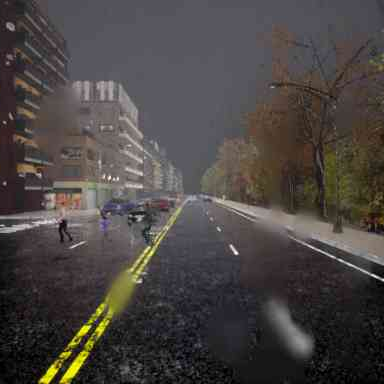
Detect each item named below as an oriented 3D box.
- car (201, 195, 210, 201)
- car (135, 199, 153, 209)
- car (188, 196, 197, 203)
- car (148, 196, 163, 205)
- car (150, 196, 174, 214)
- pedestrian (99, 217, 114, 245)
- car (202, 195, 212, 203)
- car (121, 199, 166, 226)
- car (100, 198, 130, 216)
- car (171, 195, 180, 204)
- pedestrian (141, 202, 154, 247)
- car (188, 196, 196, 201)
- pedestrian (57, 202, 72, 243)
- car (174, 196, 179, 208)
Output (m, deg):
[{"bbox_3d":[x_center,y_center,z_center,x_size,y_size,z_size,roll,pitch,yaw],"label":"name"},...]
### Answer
[{"bbox_3d":[3.266,1.474,80.211,2.033,1.411,5.357,0,0,0],"label":"car"},{"bbox_3d":[-6.579,1.607,46.312,1.895,1.301,4.718,0,0,0],"label":"car"},{"bbox_3d":[0.014,1.605,70.241,1.895,1.301,4.718,0,0,0],"label":"car"},{"bbox_3d":[-6.554,1.505,60.745,2.128,1.511,4.902,0,0,0],"label":"car"},{"bbox_3d":[-3.343,1.483,36.031,1.882,1.535,5.008,0,0,0],"label":"car"},{"bbox_3d":[-3.630,1.574,14.068,0.375,1.300,0.375,0,0,0],"label":"pedestrian"},{"bbox_3d":[3.264,1.605,70.241,1.895,1.301,4.718,0,0,0],"label":"car"},{"bbox_3d":[-3.354,1.535,23.846,2.128,1.511,4.902,0,0,0],"label":"car"},{"bbox_3d":[-7.236,1.376,32.497,2.097,1.767,4.553,0,1,9],"label":"car"},{"bbox_3d":[-3.306,1.364,60.644,2.097,1.767,4.553,0,0,0],"label":"car"},{"bbox_3d":[-1.775,1.294,13.468,0.375,1.860,0.375,0,0,0],"label":"pedestrian"},{"bbox_3d":[0.016,1.529,80.241,1.895,1.301,4.718,0,0,0],"label":"car"},{"bbox_3d":[-5.662,1.300,14.667,0.375,1.860,0.375,0,0,0],"label":"pedestrian"},{"bbox_3d":[-3.339,1.608,47.314,1.895,1.301,4.718,0,0,0],"label":"car"}]
